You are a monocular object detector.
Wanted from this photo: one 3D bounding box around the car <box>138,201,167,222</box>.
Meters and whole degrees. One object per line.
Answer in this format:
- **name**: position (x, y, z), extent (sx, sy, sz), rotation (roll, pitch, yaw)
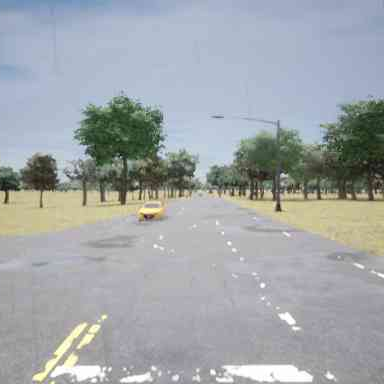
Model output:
- **car**: position (-3.259, 1.552, 28.057), extent (1.882, 1.535, 5.008), rotation (0, 1, 1)
